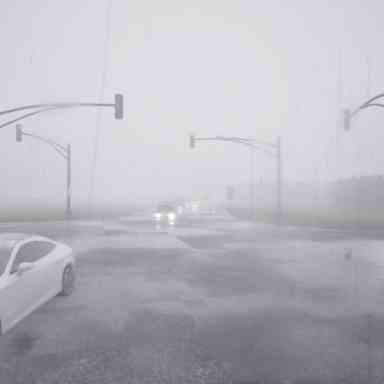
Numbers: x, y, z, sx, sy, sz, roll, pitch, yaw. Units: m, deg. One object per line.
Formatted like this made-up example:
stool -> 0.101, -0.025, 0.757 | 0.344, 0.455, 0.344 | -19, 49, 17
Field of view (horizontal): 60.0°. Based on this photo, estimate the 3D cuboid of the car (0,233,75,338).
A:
car -> -3.550, 1.527, 5.862 | 1.812, 1.442, 4.674 | 0, 0, 0

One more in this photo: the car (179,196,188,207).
car -> -2.187, 1.481, 51.057 | 2.128, 1.511, 4.902 | 0, 0, 3

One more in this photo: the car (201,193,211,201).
car -> 3.340, 1.187, 79.101 | 2.150, 2.045, 5.566 | 0, 0, 5

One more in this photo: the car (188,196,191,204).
car -> -1.214, 1.469, 65.848 | 2.128, 1.511, 4.902 | 0, 0, 4

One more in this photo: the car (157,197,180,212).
car -> -2.822, 1.598, 38.266 | 1.895, 1.301, 4.718 | 0, 0, 3
